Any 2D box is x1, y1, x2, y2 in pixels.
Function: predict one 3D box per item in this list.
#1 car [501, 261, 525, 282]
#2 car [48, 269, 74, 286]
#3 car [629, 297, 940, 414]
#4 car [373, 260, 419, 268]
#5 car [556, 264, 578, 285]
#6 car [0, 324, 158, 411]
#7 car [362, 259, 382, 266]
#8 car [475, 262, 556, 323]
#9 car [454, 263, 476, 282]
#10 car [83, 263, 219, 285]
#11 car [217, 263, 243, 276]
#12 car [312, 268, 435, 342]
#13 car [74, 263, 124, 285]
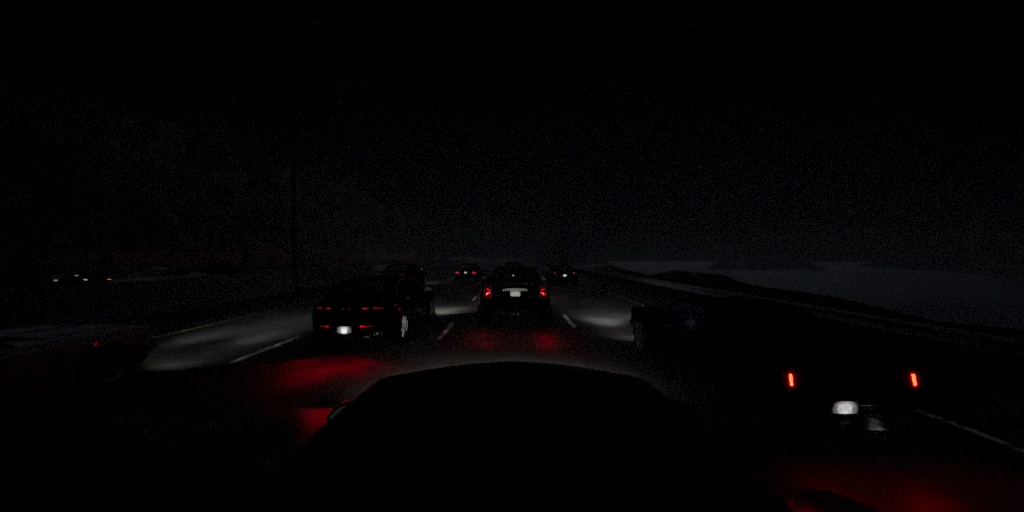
[{"bbox_3d":[0.097,1.238,29.980,1.837,1.490,4.892,0,0,0],"label":"car"},{"bbox_3d":[-28.098,1.228,24.537,2.128,1.511,4.902,0,0,0],"label":"car"},{"bbox_3d":[3.599,1.348,6.088,1.895,1.301,4.718,0,0,0],"label":"car"},{"bbox_3d":[-6.902,1.215,23.071,1.882,1.535,5.008,0,0,0],"label":"car"},{"bbox_3d":[3.597,1.299,26.370,1.994,1.385,4.181,0,0,0],"label":"car"},{"bbox_3d":[-6.902,1.350,3.860,1.895,1.301,4.718,0,0,0],"label":"car"},{"bbox_3d":[-17.565,1.249,47.321,1.812,1.442,4.674,0,0,0],"label":"car"},{"bbox_3d":[0.097,1.096,12.279,2.097,1.767,4.553,0,0,0],"label":"car"},{"bbox_3d":[-3.403,1.281,28.758,2.033,1.411,5.357,0,0,0],"label":"car"},{"bbox_3d":[-17.601,1.266,17.910,1.812,1.442,4.674,0,0,0],"label":"car"},{"bbox_3d":[-21.100,1.241,24.890,1.837,1.490,4.892,0,0,0],"label":"car"},{"bbox_3d":[-3.403,1.250,9.684,1.837,1.490,4.892,0,0,0],"label":"car"},{"bbox_3d":[-24.602,1.285,23.786,2.033,1.411,5.357,0,0,0],"label":"car"}]
